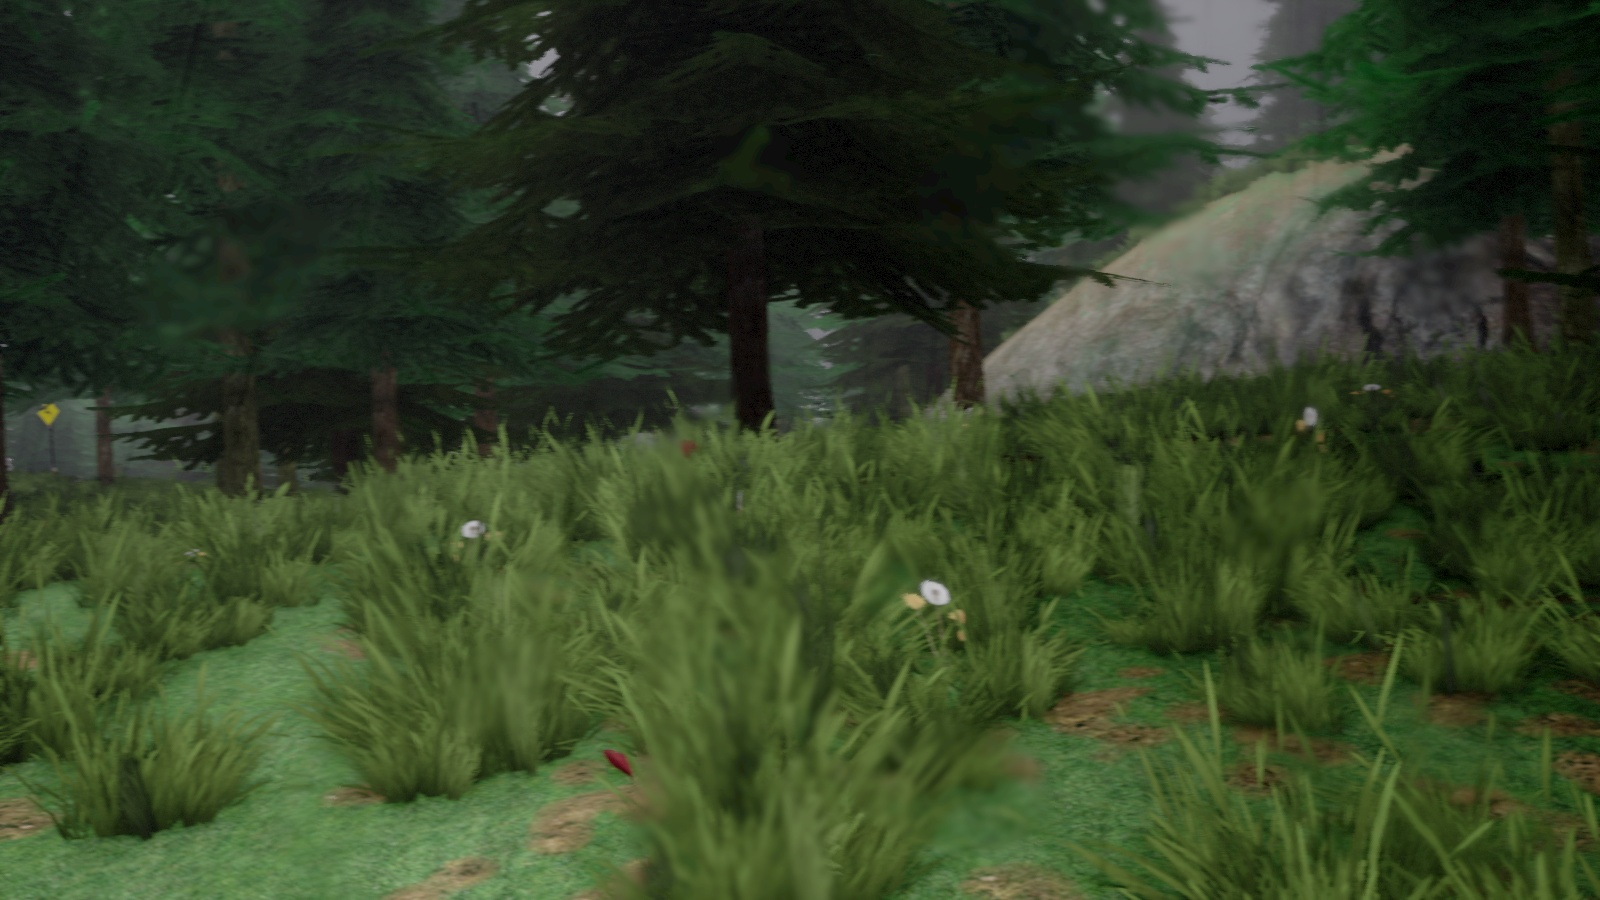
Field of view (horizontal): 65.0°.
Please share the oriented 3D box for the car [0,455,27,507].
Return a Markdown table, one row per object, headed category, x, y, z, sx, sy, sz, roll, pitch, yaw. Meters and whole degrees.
| category | x | y | z | sx | sy | sz | roll | pitch | yaw |
| --- | --- | --- | --- | --- | --- | --- | --- | --- | --- |
| car | -28.365 | 0.994 | 41.265 | 2.033 | 1.649 | 4.856 | -5 | -5 | 18 |
